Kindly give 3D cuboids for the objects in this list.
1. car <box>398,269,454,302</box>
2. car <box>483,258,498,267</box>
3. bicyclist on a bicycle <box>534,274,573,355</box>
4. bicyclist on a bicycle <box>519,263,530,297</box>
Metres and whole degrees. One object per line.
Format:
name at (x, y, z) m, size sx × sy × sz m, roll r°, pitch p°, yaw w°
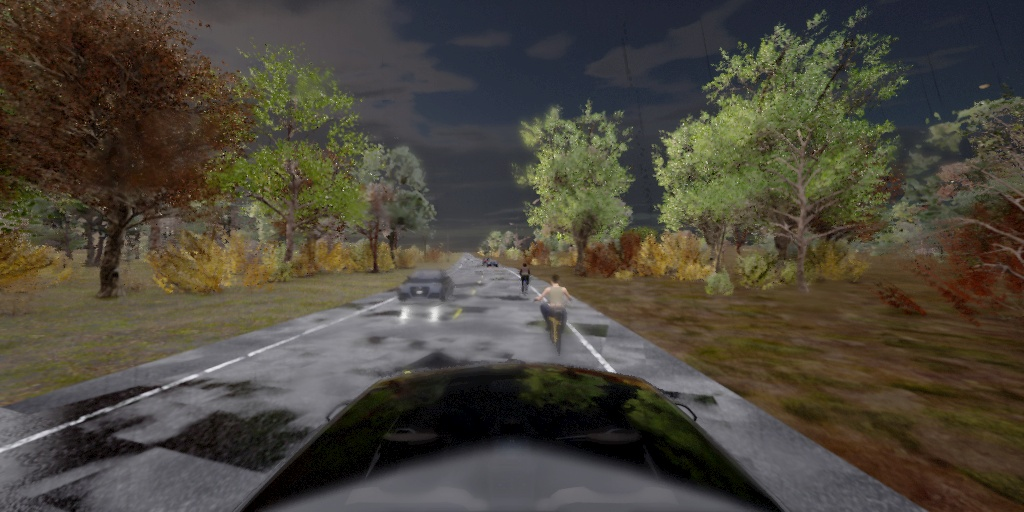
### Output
car at (-3.883, 1.313, 16.818) m, size 1.994 × 1.385 × 4.181 m, roll 0°, pitch 0°, yaw -2°
car at (-3.423, 1.265, 61.262) m, size 1.895 × 1.301 × 4.718 m, roll 0°, pitch 0°, yaw -7°
bicyclist on a bicycle at (0.922, 1.186, 7.695) m, size 0.866 × 1.612 × 1.509 m, roll 0°, pitch 0°, yaw -1°
bicyclist on a bicycle at (0.654, 1.200, 17.938) m, size 0.582 × 1.620 × 1.656 m, roll 0°, pitch 0°, yaw -2°
